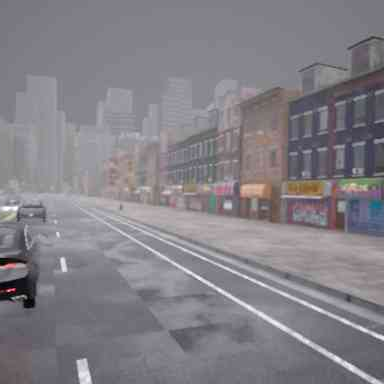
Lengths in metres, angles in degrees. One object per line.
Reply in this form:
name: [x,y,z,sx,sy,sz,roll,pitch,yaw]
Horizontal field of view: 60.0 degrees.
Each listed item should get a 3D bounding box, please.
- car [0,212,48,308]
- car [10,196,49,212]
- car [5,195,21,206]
car: [-4.349,1.414,7.328,2.128,1.511,4.902,1,0,-23]
car: [-11.531,1.308,24.139,2.128,1.511,4.902,1,0,-23]
car: [-24.429,1.113,45.760,2.128,1.511,4.902,1,0,-23]
